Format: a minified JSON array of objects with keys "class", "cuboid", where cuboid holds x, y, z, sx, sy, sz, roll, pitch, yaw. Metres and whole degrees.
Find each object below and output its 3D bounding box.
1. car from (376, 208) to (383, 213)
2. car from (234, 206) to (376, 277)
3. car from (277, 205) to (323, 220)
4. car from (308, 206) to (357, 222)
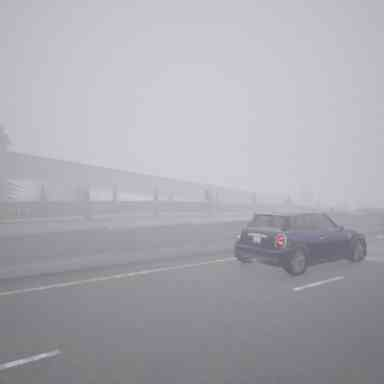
[{"class":"car","cuboid":[14.483,1.951,27.210,5.357,1.411,2.033,4,-2,-35]},{"class":"car","cuboid":[3.569,1.377,10.614,4.553,1.767,2.097,0,0,-35]},{"class":"car","cuboid":[10.815,2.029,33.190,4.718,1.301,1.895,4,-2,-35]},{"class":"car","cuboid":[12.868,2.031,30.355,4.718,1.301,1.895,4,-2,-35]}]
